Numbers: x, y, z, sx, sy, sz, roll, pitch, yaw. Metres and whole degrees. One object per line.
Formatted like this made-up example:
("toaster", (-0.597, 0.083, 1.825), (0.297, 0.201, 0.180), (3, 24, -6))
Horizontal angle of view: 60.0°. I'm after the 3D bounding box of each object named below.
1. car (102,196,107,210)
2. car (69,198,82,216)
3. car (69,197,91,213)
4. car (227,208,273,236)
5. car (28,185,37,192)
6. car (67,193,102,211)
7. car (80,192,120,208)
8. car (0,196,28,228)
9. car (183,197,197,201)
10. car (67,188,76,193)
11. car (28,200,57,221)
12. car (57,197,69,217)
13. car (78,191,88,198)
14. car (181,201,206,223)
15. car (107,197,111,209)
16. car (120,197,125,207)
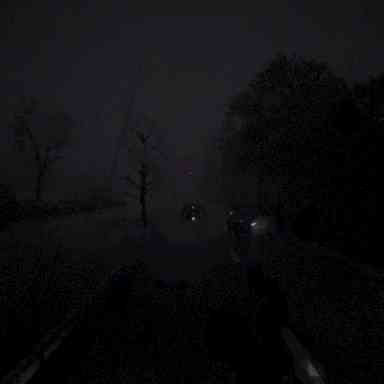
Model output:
("car", (-13.959, 1.688, 42.047), (5.366, 1.575, 1.946), (-1, 0, -20))
("car", (-13.803, 1.615, 33.109), (4.892, 1.521, 2.231), (-1, -1, -20))
("car", (-13.819, 1.667, 36.093), (4.792, 1.488, 2.163), (-1, 0, -20))
("car", (3.102, 1.598, 18.497), (1.994, 1.385, 4.181), (0, 0, 0))
("car", (-40.202, -0.495, 85.959), (2.231, 1.521, 4.892), (6, -3, -19))
("car", (-13.819, 1.412, 39.099), (5.566, 2.045, 2.435), (-1, 0, -20))
("car", (-13.790, 1.491, 48.112), (5.566, 2.045, 2.435), (-1, 0, -20))
("car", (-13.832, 1.286, 21.088), (5.566, 2.045, 2.435), (-1, 0, -20))
("car", (0.115, 1.725, 42.348), (1.812, 1.442, 4.674), (0, -1, 0))
("car", (-31.163, 0.071, 85.906), (2.435, 2.045, 5.566), (6, -3, -19))
("car", (-13.771, 1.444, 27.114), (4.553, 1.767, 2.185), (-1, 0, -20))
("car", (-13.831, 1.466, 30.100), (4.553, 1.767, 2.185), (-1, -1, -20))
("car", (-28.169, 0.632, 85.842), (2.002, 1.452, 4.674), (6, -3, -19))
("car", (0.103, 1.675, 26.447), (1.895, 1.301, 4.718), (0, 0, 0))
("car", (-13.770, 1.755, 45.113), (4.674, 1.452, 2.002), (-1, 0, -20))
("car", (-13.718, 1.517, 51.148), (5.566, 2.045, 2.435), (-1, -1, -20))
